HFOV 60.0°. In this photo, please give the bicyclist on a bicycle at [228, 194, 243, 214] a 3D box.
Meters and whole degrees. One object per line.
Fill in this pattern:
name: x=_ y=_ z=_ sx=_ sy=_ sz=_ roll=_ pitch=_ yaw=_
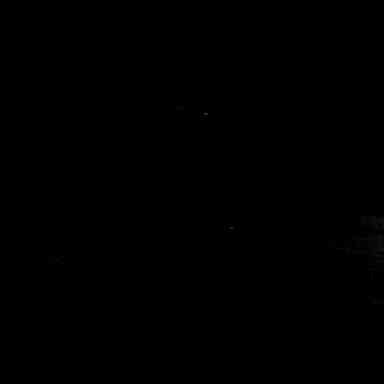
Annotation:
bicyclist on a bicycle: x=3.527 y=0.947 z=26.798 sx=1.656 sy=1.620 sz=0.582 roll=-1 pitch=1 yaw=-35
